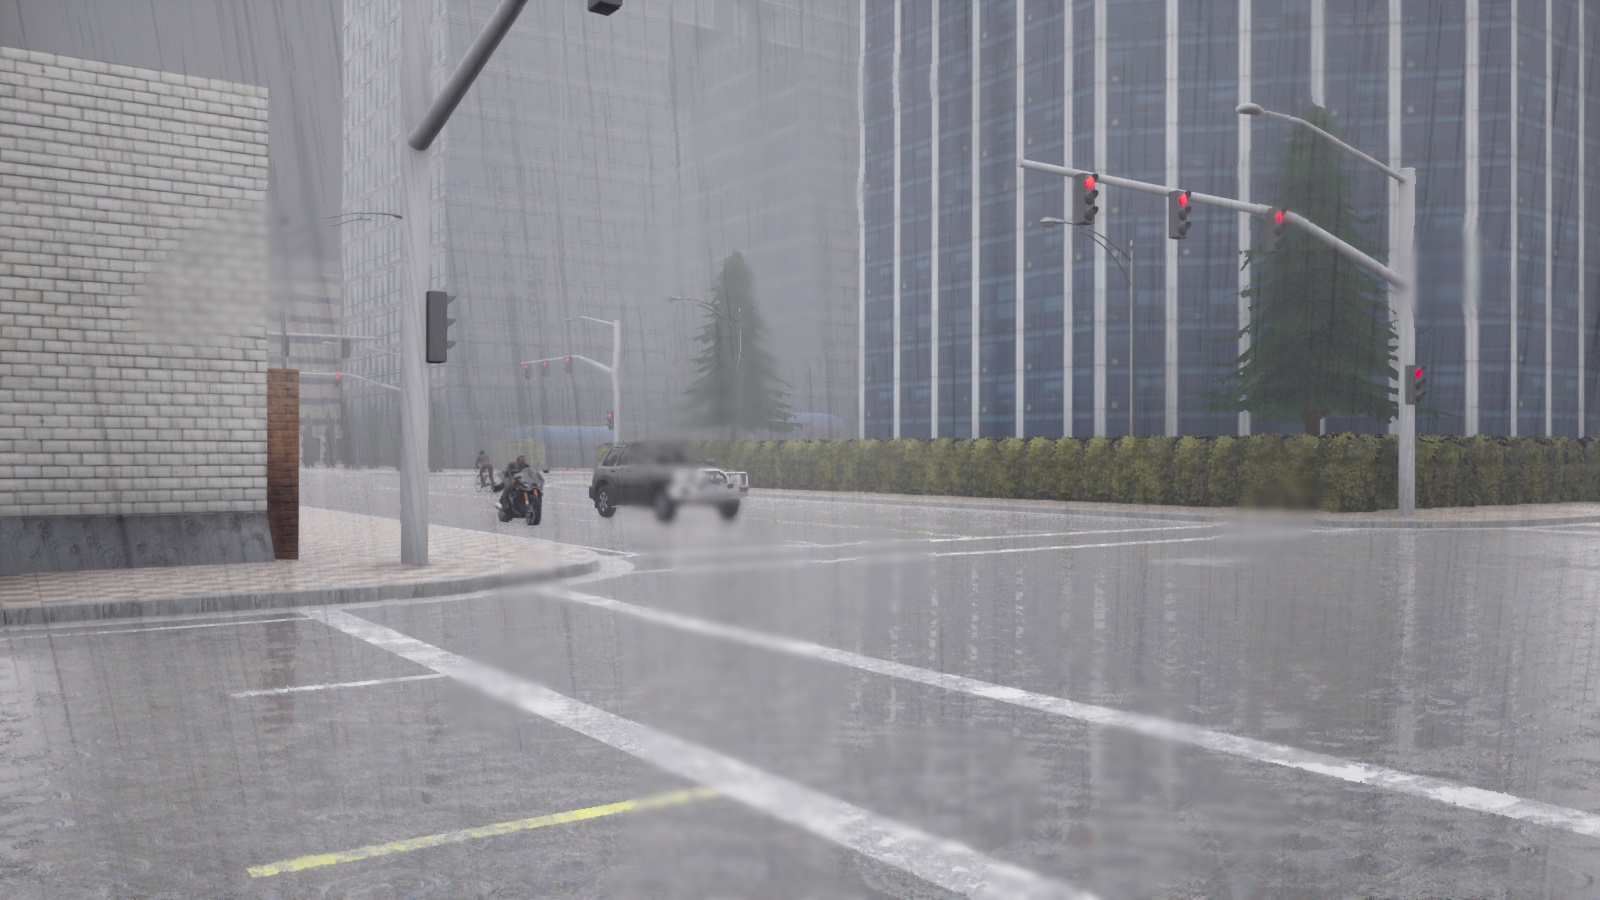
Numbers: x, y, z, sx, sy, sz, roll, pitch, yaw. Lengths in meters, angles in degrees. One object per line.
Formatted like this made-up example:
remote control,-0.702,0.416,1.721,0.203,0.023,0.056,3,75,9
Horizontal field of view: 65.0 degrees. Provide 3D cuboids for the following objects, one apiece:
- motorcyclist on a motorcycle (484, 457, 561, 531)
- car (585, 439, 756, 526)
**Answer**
motorcyclist on a motorcycle,-6.026,0.914,27.140,0.866,1.530,2.191,0,0,-35
car,-3.097,0.695,29.092,1.932,1.855,4.605,0,0,-35
